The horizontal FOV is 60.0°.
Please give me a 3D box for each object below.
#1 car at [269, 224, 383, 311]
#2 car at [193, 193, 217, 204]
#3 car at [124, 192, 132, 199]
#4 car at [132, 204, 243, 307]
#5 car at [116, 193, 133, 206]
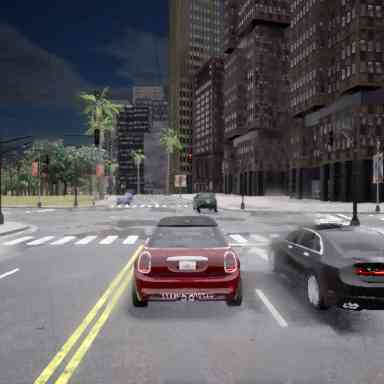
[{"bbox_3d":[3.174,1.503,7.731,1.837,1.490,4.892,0,0,-1],"label":"car"},{"bbox_3d":[1.388,1.096,36.500,2.150,2.045,5.566,0,1,-6],"label":"car"},{"bbox_3d":[-15.671,0.841,81.441,1.994,1.385,4.181,0,1,-12],"label":"car"},{"bbox_3d":[-0.131,1.351,8.146,2.097,1.767,4.553,0,0,-1],"label":"car"},{"bbox_3d":[-10.189,1.230,49.712,1.812,1.442,4.674,0,1,-8],"label":"car"}]
